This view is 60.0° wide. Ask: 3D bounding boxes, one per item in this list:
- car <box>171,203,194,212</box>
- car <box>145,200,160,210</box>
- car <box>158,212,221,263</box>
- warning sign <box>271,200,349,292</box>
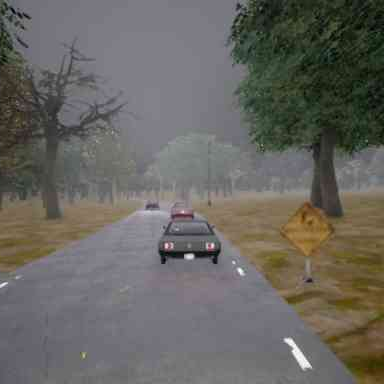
[{"bbox_3d":[-0.878,1.609,29.371,1.994,1.385,4.181,0,0,-3],"label":"car"},{"bbox_3d":[-5.196,1.694,44.308,1.895,1.301,4.718,0,0,-5],"label":"car"},{"bbox_3d":[-0.119,1.613,11.997,1.895,1.301,4.718,0,0,-1],"label":"car"},{"bbox_3d":[2.559,1.123,7.412,1.300,1.860,1.060,-1,-1,-1],"label":"warning sign"}]
